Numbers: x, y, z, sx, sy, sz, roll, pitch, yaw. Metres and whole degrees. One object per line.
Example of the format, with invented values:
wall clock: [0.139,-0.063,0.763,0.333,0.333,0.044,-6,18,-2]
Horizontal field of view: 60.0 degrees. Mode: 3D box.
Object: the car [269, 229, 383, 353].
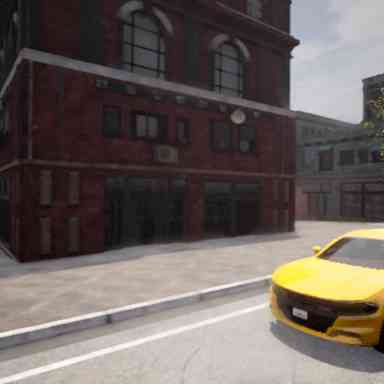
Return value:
car: [3.588,1.477,6.252,5.008,1.535,1.882,0,0,-36]
